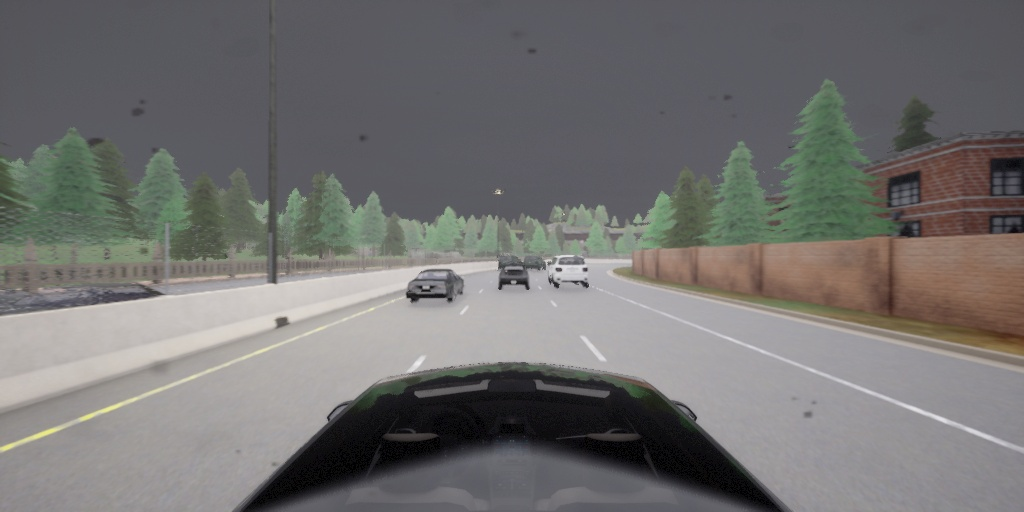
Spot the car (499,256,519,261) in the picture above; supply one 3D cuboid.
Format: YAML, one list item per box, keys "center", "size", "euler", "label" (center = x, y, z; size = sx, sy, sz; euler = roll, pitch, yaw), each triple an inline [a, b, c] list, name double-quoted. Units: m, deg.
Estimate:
- center: [-0.101, 0.973, 49.480]
  size: [2.150, 2.045, 5.566]
  euler: [-1, 0, 18]
  label: "car"

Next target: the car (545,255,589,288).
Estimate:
- center: [3.661, 0.974, 23.959]
  size: [2.150, 2.045, 5.566]
  euler: [0, 0, 1]
  label: "car"

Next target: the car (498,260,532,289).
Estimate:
- center: [0.163, 1.256, 23.262]
  size: [1.837, 1.490, 4.892]
  euler: [0, 0, 1]
  label: "car"

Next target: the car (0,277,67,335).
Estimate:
- center: [-14.017, 1.310, 8.390]
  size: [1.994, 1.385, 4.181]
  euler: [0, 0, 0]
  label: "car"

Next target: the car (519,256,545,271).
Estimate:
- center: [3.095, 0.974, 48.012]
  size: [2.150, 2.045, 5.566]
  euler: [-1, 0, 18]
  label: "car"

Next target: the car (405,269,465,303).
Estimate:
- center: [-3.405, 1.297, 16.740]
  size: [2.033, 1.411, 5.357]
  euler: [0, 0, 0]
  label: "car"

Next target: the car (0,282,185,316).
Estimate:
- center: [-10.513, 1.348, 8.705]
  size: [1.895, 1.301, 4.718]
  euler: [0, 0, 0]
  label: "car"
